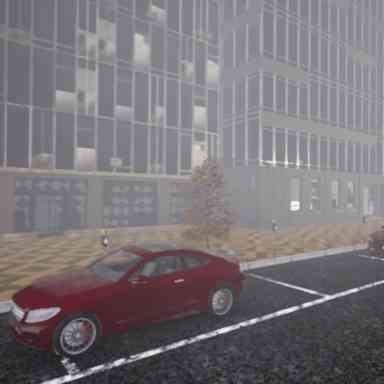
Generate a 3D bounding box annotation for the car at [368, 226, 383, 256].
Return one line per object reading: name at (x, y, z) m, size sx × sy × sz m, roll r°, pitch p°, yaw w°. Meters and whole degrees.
car at (8.403, 1.673, 12.567) m, size 4.507 × 1.381 × 1.887 m, roll 1°, pitch 0°, yaw -36°

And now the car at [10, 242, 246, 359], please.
car at (-0.859, 1.607, 5.947) m, size 4.206 × 1.307 × 1.802 m, roll 1°, pitch 0°, yaw -36°
